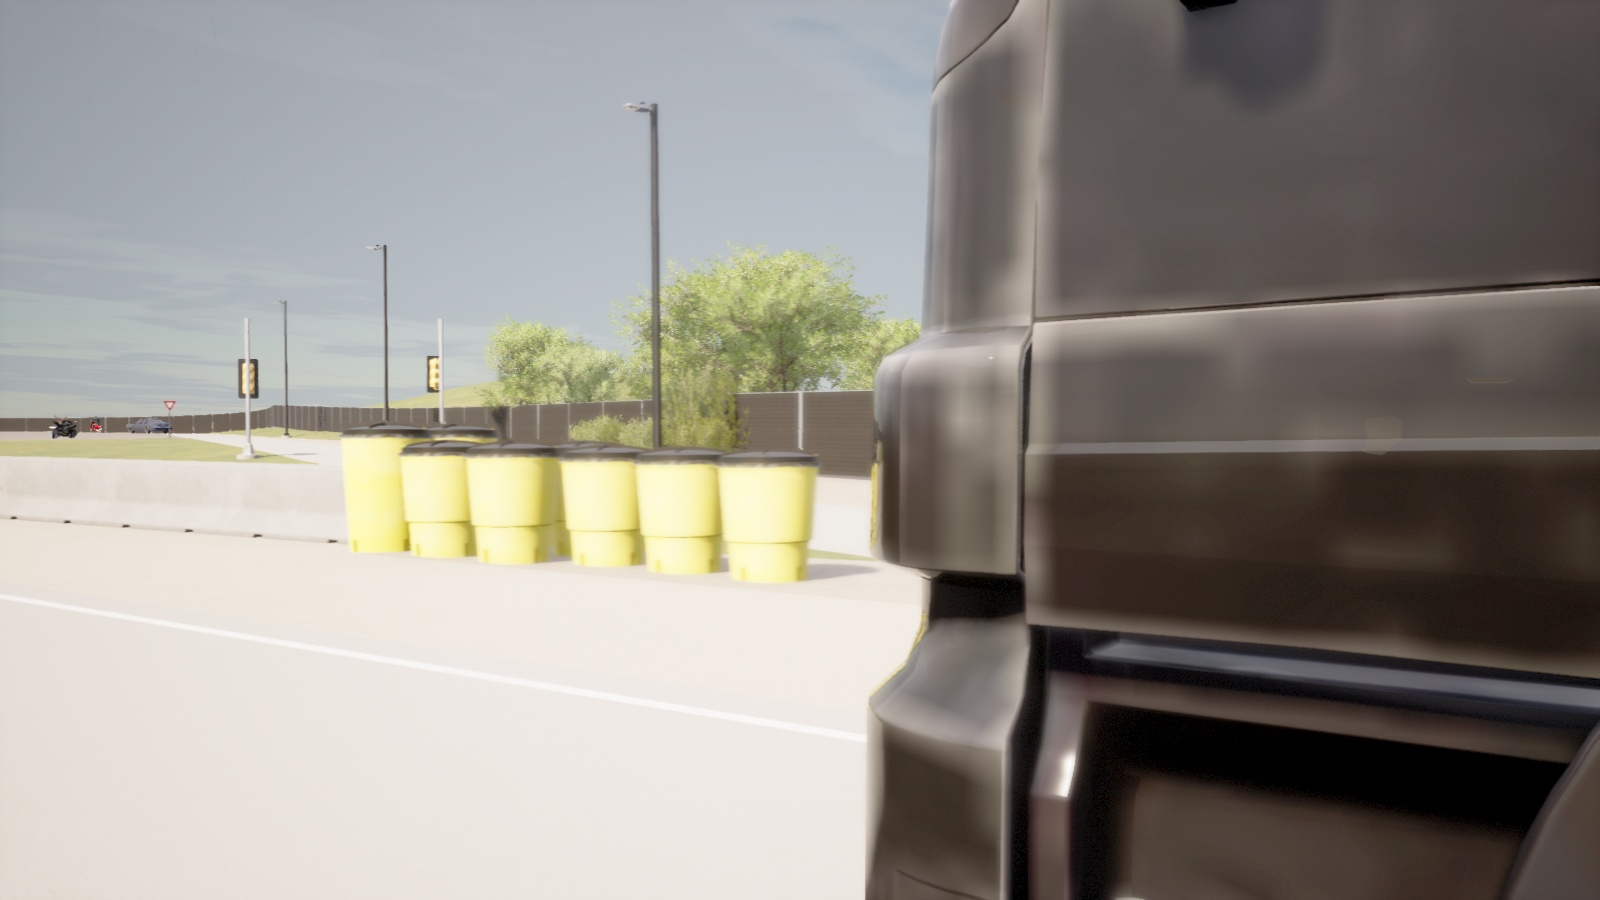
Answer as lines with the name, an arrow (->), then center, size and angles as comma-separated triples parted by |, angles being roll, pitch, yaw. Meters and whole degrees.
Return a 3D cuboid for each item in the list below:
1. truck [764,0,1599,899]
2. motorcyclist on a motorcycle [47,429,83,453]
truck -> 4.054, -0.300, 0.911 | 7.936, 3.462, 2.891 | 0, 1, 34
motorcyclist on a motorcycle -> -48.674, -0.586, 83.188 | 0.866, 1.530, 2.191 | -1, 1, 9
